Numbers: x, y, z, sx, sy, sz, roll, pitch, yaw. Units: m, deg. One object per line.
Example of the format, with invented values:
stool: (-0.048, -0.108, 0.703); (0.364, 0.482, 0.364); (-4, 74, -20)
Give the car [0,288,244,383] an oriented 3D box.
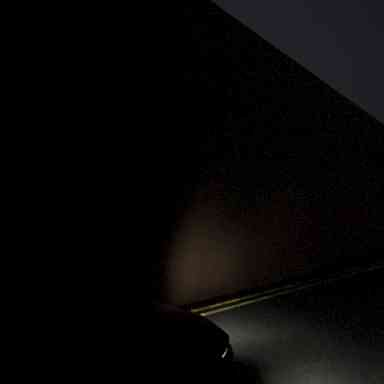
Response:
car: (-1.695, 1.526, 2.537); (4.674, 1.442, 1.812); (0, 0, -36)
